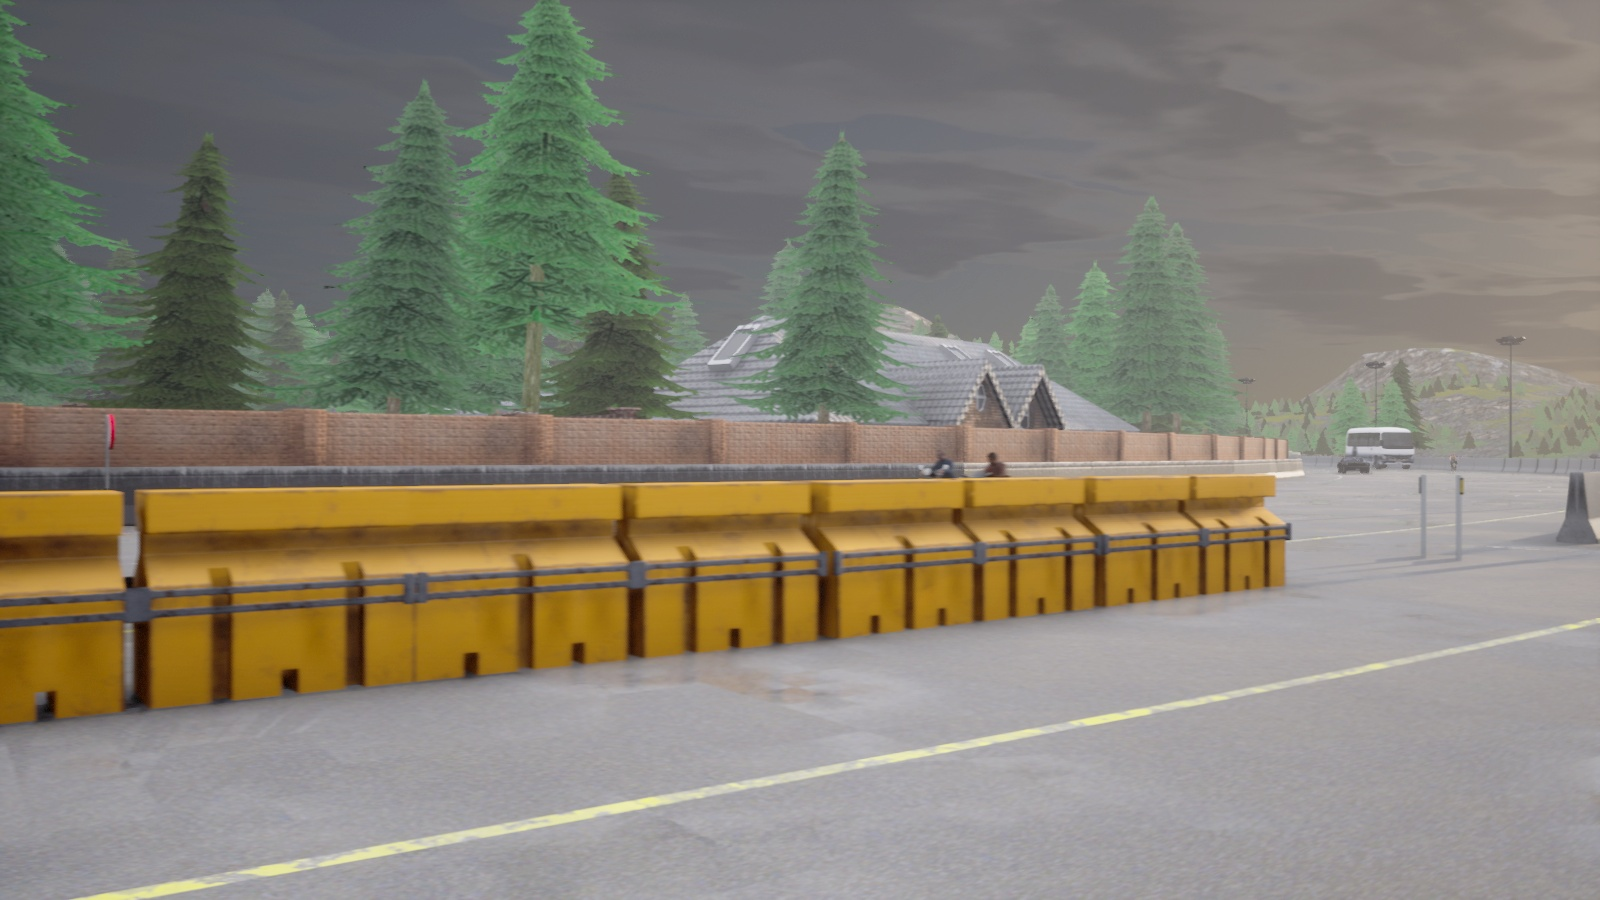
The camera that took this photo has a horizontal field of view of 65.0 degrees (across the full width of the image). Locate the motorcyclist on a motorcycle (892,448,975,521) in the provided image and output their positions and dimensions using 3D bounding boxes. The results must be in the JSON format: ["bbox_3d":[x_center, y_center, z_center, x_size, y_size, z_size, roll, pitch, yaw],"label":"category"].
[{"bbox_3d":[3.038,0.763,28.475,1.817,1.590,0.866,0,-1,-42],"label":"motorcyclist on a motorcycle"}]
